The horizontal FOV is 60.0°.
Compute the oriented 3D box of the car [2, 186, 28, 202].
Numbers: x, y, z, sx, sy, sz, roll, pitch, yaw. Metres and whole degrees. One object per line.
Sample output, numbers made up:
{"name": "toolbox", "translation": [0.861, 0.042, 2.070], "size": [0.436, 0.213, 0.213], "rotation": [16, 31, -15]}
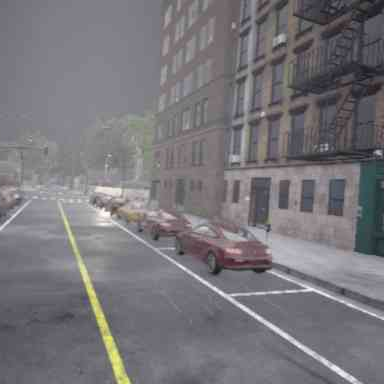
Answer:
{"name": "car", "translation": [-17.290, 0.190, 32.644], "size": [1.802, 1.307, 4.206], "rotation": [4, 0, -23]}

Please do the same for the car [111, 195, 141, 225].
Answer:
{"name": "car", "translation": [-3.534, 1.180, 20.702], "size": [1.752, 1.417, 4.829], "rotation": [4, 0, -23]}

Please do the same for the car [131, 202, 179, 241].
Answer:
{"name": "car", "translation": [-1.321, 1.418, 15.467], "size": [1.802, 1.307, 4.206], "rotation": [4, 0, -23]}

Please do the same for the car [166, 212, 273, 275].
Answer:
{"name": "car", "translation": [0.829, 1.596, 10.388], "size": [1.802, 1.307, 4.206], "rotation": [4, 0, -23]}

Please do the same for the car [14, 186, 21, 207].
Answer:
{"name": "car", "translation": [-12.918, 0.490, 22.328], "size": [1.752, 1.417, 4.829], "rotation": [4, 0, -23]}

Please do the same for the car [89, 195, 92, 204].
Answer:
{"name": "car", "translation": [-9.922, 0.700, 35.783], "size": [1.947, 1.339, 4.313], "rotation": [4, 0, -23]}

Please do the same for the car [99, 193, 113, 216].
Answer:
{"name": "car", "translation": [-5.619, 1.029, 25.625], "size": [1.887, 1.381, 4.507], "rotation": [4, 0, -23]}

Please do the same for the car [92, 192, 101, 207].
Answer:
{"name": "car", "translation": [-7.772, 0.891, 30.704], "size": [1.802, 1.307, 4.206], "rotation": [4, 0, -23]}

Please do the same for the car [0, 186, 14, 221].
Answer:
{"name": "car", "translation": [-10.828, 0.575, 17.405], "size": [1.967, 1.590, 4.097], "rotation": [4, 0, -23]}

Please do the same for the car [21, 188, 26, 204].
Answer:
{"name": "car", "translation": [-15.129, 0.224, 27.564], "size": [1.967, 1.590, 4.097], "rotation": [4, 0, -23]}
